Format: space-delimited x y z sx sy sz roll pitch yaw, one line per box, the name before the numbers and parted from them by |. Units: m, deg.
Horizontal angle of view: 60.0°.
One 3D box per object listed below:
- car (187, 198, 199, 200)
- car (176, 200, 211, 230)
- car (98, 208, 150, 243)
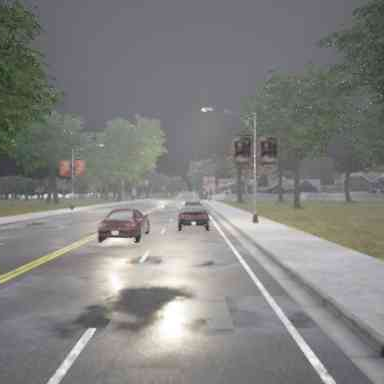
car | 0.083 1.459 38.971 1.882 1.535 5.008 0 0 0
car | 0.091 1.479 20.717 1.837 1.490 4.892 0 0 0
car | -3.157 1.503 15.945 1.812 1.442 4.674 0 0 0
